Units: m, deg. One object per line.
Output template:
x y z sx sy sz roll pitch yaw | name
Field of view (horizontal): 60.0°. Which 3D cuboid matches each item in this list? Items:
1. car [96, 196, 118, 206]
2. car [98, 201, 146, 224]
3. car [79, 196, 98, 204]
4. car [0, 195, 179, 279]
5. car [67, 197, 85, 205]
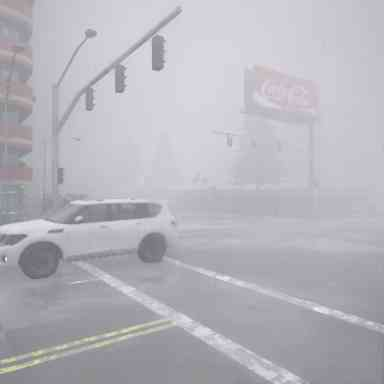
-14.483 1.505 56.418 1.837 1.490 4.892 0 0 -36 | car
-5.486 1.506 25.598 1.837 1.490 4.892 0 0 -36 | car
-19.973 1.478 64.047 1.882 1.535 5.008 0 0 -36 | car
-3.054 1.223 10.410 5.566 2.045 2.150 0 0 -36 | car
-20.554 1.564 58.864 1.994 1.385 4.181 0 0 -36 | car
